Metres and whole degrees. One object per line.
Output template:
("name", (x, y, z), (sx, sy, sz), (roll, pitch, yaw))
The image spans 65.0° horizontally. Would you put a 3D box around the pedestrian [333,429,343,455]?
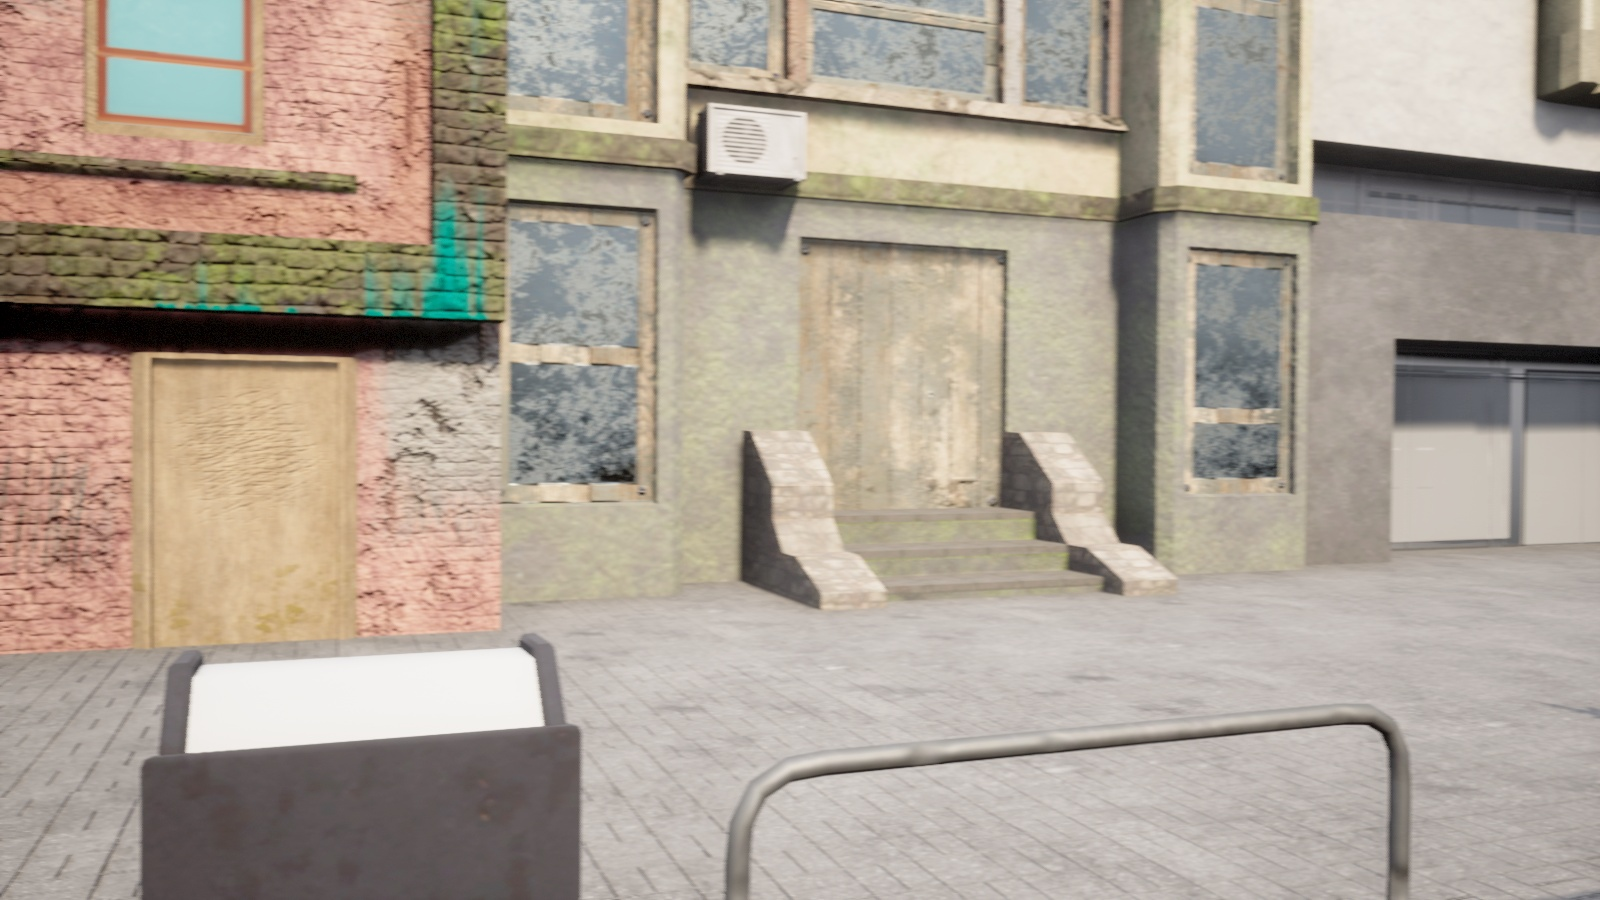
("pedestrian", (-32.960, -0.605, 89.563), (0.594, 1.836, 0.345), (-1, 1, -22))
